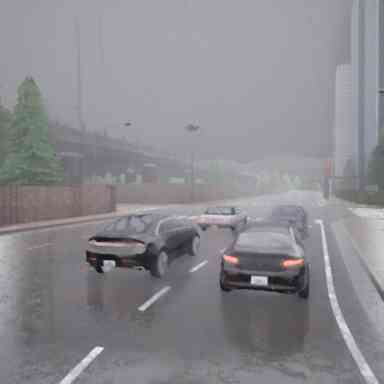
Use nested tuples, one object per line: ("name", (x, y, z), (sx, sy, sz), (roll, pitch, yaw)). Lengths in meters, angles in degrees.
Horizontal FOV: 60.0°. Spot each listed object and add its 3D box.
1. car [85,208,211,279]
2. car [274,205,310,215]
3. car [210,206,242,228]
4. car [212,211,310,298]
("car", (-1.169, 1.404, 9.929), (2.128, 1.511, 4.902), (0, 0, 17))
("car", (5.058, 1.387, 17.312), (2.033, 1.411, 5.357), (0, 1, 20))
("car", (1.873, 1.432, 18.748), (1.895, 1.301, 4.718), (0, 1, 20))
("car", (1.912, 1.449, 8.332), (1.812, 1.442, 4.674), (0, 0, 17))
